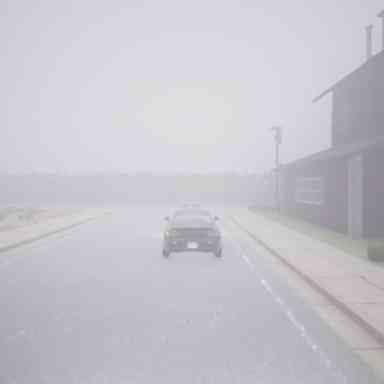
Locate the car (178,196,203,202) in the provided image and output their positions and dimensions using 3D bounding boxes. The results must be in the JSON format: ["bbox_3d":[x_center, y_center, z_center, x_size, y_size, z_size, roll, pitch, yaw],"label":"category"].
[{"bbox_3d":[-0.142,1.024,26.102,2.033,1.411,5.357,0,1,-1],"label":"car"}]

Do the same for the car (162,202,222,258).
[{"bbox_3d":[-0.005,1.291,11.624,1.812,1.442,4.674,0,1,0],"label":"car"}]
